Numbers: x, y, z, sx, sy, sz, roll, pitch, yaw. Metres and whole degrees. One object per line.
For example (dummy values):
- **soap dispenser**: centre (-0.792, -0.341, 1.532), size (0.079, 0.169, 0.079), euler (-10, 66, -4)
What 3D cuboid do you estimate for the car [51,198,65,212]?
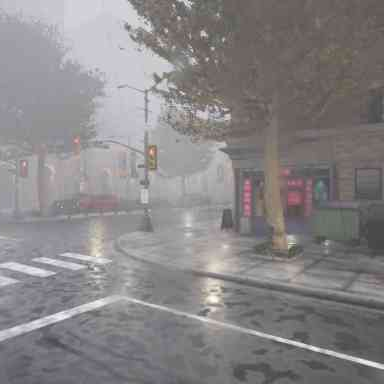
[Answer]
- **car**: centre (-13.258, 1.221, 38.265), size (2.150, 2.045, 5.566), euler (0, 0, 36)

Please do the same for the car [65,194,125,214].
- **car**: centre (-10.420, 1.221, 36.218), size (2.150, 2.045, 5.566), euler (0, 0, 36)

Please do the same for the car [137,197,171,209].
- **car**: centre (-4.671, 1.526, 44.172), size (1.812, 1.442, 4.674), euler (0, 0, 36)

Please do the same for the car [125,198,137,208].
- **car**: centre (-7.158, 1.491, 46.705), size (2.128, 1.511, 4.902), euler (0, 0, 36)

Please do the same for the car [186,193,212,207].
- **car**: centre (1.276, 1.352, 52.384), size (2.097, 1.767, 4.553), euler (0, 0, 36)

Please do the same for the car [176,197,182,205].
- **car**: centre (-0.297, 1.222, 56.183), size (2.150, 2.045, 5.566), euler (0, 0, 36)

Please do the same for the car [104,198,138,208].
- **car**: centre (-10.178, 1.595, 47.908), size (1.895, 1.301, 4.718), euler (0, 0, 36)
